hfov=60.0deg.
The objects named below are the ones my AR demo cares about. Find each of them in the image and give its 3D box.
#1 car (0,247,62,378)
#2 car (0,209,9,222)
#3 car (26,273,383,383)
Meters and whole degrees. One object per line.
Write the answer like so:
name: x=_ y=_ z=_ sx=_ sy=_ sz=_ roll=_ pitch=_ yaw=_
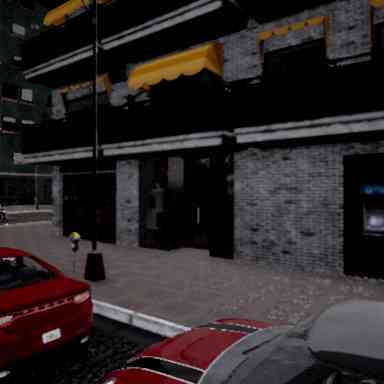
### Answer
car: x=-3.454 y=1.543 z=5.185 sx=4.507 sy=1.381 sz=1.887 roll=0 pitch=0 yaw=36
car: x=-14.623 y=1.429 z=22.218 sx=1.994 sy=1.385 sz=4.181 roll=0 pitch=1 yaw=31
car: x=1.100 y=1.440 z=1.935 sx=4.097 sy=1.590 sz=1.967 roll=0 pitch=0 yaw=36
